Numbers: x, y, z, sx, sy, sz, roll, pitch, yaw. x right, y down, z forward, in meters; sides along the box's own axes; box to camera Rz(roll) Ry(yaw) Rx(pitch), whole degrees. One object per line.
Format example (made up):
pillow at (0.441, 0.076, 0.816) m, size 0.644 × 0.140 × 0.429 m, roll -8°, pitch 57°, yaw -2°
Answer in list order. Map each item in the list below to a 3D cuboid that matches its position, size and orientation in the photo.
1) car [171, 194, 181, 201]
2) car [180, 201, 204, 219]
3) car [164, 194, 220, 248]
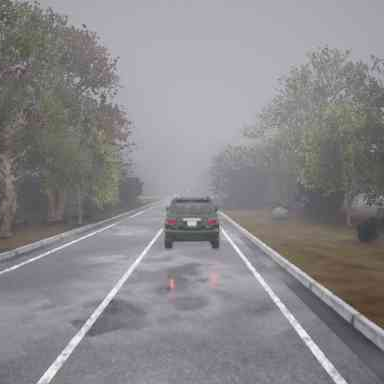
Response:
car at (-3.499, 1.107, 72.715) m, size 1.812 × 1.442 × 4.674 m, roll 0°, pitch 0°, yaw 0°
car at (0.000, 1.520, 29.677) m, size 1.895 × 1.301 × 4.718 m, roll 0°, pitch 0°, yaw 0°
car at (0.001, 1.230, 14.678) m, size 2.150 × 2.045 × 5.566 m, roll 0°, pitch 0°, yaw 0°
